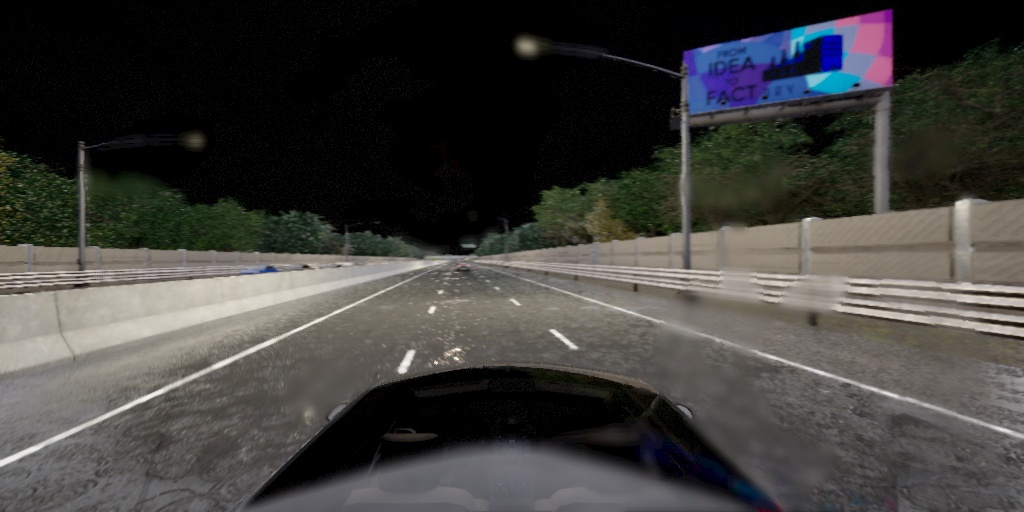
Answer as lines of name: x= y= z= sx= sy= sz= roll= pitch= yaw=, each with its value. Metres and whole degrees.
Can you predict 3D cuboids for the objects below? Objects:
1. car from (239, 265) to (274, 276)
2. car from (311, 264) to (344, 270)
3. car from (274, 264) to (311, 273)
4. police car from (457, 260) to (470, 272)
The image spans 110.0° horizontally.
car: x=-26.115 y=1.668 z=37.242 sx=1.882 sy=1.535 sz=5.008 roll=-1 pitch=0 yaw=-8
car: x=-19.215 y=1.625 z=38.357 sx=1.837 sy=1.490 sz=4.892 roll=-1 pitch=0 yaw=-8
car: x=-22.672 y=1.661 z=37.898 sx=1.837 sy=1.490 sz=4.892 roll=-1 pitch=0 yaw=-8
police car: x=-7.412 y=1.659 z=54.513 sx=2.038 sy=1.542 sz=4.974 roll=-1 pitch=0 yaw=-9
